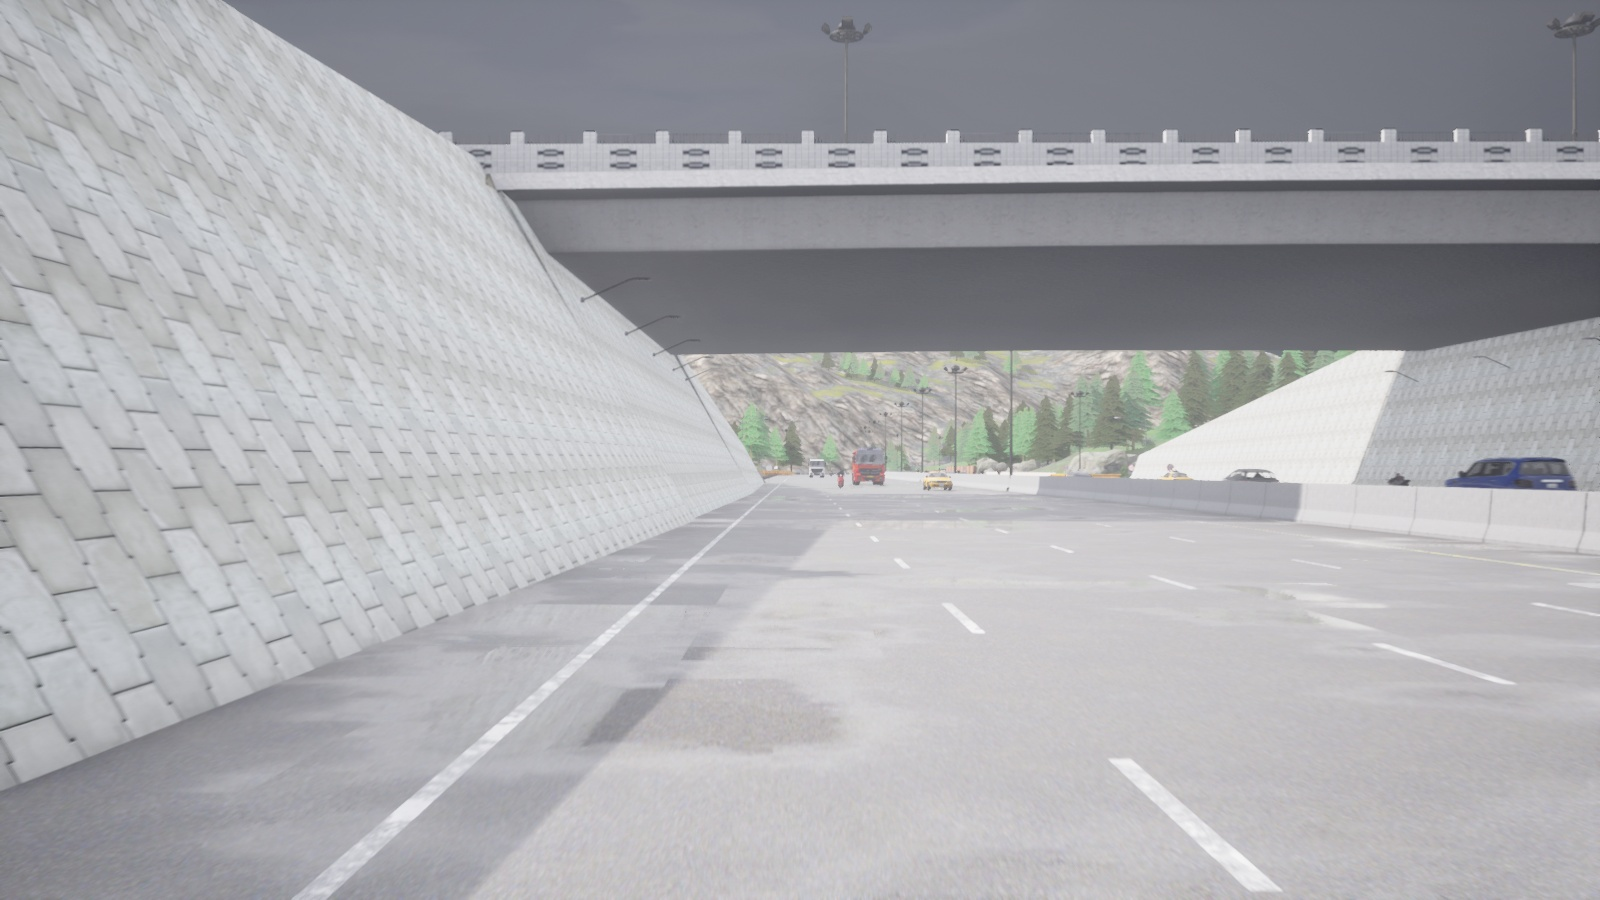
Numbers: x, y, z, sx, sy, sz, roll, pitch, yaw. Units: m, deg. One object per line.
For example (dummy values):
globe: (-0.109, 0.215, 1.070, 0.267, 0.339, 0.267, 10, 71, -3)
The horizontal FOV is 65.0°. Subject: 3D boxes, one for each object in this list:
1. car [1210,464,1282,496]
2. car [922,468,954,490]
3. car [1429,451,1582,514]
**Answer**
car: (24.343, 1.605, 68.709, 2.242, 1.667, 4.611, 0, -1, 0)
car: (10.311, 2.146, 94.327, 1.801, 1.575, 5.366, 0, -1, 0)
car: (24.394, 1.099, 43.704, 2.150, 2.045, 5.566, 0, -1, 0)
